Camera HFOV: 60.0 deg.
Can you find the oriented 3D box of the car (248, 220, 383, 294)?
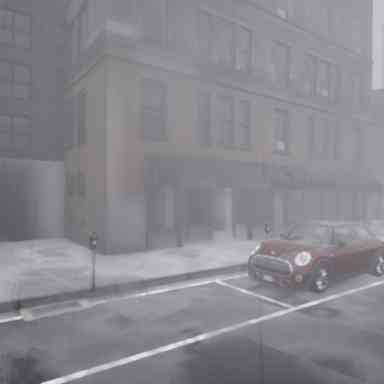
[{"bbox_3d":[3.409,1.514,8.965,4.097,1.590,1.967,1,0,-36],"label":"car"}]
